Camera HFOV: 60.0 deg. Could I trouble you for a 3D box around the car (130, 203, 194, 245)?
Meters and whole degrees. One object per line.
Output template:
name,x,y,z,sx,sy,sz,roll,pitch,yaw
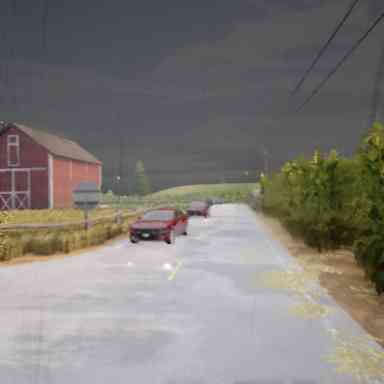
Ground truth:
car,-1.432,1.531,16.232,1.882,1.535,5.008,-1,0,11

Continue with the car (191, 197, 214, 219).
car,0.606,1.532,30.214,1.882,1.535,5.008,-1,0,8

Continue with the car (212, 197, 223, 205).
car,3.882,1.583,57.850,1.837,1.490,4.892,-1,0,-14
